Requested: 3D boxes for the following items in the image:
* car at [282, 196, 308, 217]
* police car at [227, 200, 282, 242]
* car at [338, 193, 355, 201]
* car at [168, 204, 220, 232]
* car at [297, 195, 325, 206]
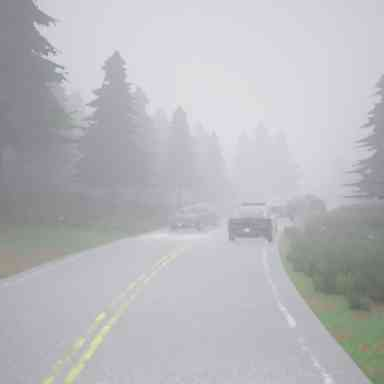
[{"bbox_3d":[6.894,1.298,24.578,1.812,1.442,4.674,-3,-1,31],"label":"car"},{"bbox_3d":[3.034,1.325,16.078,1.930,1.638,5.238,-2,0,18],"label":"police car"},{"bbox_3d":[28.339,0.968,60.791,1.812,1.442,4.674,0,-3,-1],"label":"car"},{"bbox_3d":[0.243,1.500,20.156,1.837,1.490,4.892,-3,-1,23],"label":"car"},{"bbox_3d":[10.087,1.005,29.228,2.097,1.767,4.553,-4,-1,39],"label":"car"}]
